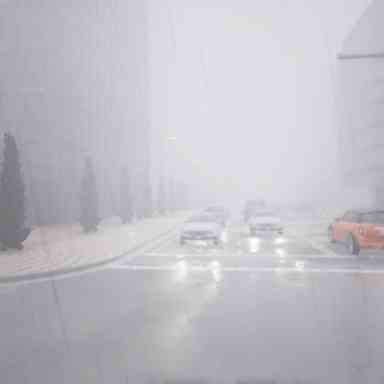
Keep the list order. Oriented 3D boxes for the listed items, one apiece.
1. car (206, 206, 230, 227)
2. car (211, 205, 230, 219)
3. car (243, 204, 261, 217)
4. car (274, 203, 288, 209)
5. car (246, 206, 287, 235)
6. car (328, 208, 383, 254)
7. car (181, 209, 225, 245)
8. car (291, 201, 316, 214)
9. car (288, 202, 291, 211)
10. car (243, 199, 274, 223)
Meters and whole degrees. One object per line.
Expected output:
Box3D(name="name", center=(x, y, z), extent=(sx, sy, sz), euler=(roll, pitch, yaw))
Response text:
Box3D(name="car", center=(1.825, 1.926, 26.560), extent=(2.128, 1.511, 4.902), euler=(-1, -1, 8))
Box3D(name="car", center=(3.178, 2.188, 36.605), extent=(1.895, 1.301, 4.718), euler=(-1, -1, 8))
Box3D(name="car", center=(7.232, 2.163, 40.412), extent=(1.994, 1.385, 4.181), euler=(-1, -1, 8))
Box3D(name="car", center=(11.930, 2.210, 47.764), extent=(2.033, 1.411, 5.357), euler=(-1, -1, 8))
Box3D(name="car", center=(4.634, 1.833, 21.206), extent=(1.812, 1.442, 4.674), euler=(-1, -1, 8))
Box3D(name="car", center=(7.339, 1.505, 14.171), extent=(2.097, 1.767, 4.553), euler=(-1, -1, 9))
Box3D(name="car", center=(0.596, 1.820, 17.387), extent=(1.812, 1.442, 4.674), euler=(-1, -1, 8))
Box3D(name="car", center=(15.036, 1.921, 44.609), extent=(2.097, 1.767, 4.553), euler=(-1, -1, 8))
Box3D(name="car", center=(16.210, 2.305, 53.478), extent=(1.895, 1.301, 4.718), euler=(-1, -1, 8))
Box3D(name="car", center=(5.879, 1.670, 30.511), extent=(2.150, 2.045, 5.566), euler=(-1, -1, 8))
